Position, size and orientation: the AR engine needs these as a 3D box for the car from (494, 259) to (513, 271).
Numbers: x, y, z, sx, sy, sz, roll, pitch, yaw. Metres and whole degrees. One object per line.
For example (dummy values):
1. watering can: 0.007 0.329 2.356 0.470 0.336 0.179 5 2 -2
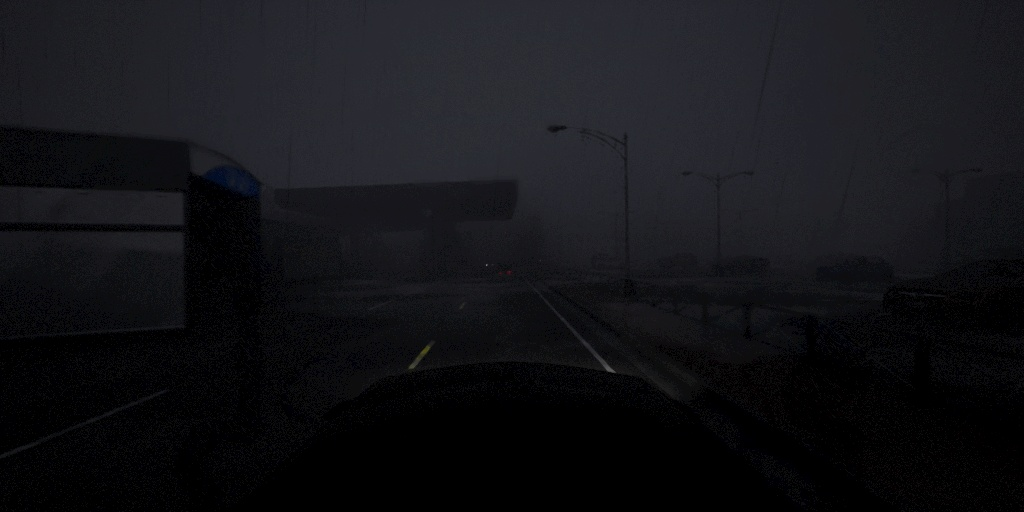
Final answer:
1. car: -0.948 1.217 48.549 2.128 1.511 4.902 -1 0 -1
